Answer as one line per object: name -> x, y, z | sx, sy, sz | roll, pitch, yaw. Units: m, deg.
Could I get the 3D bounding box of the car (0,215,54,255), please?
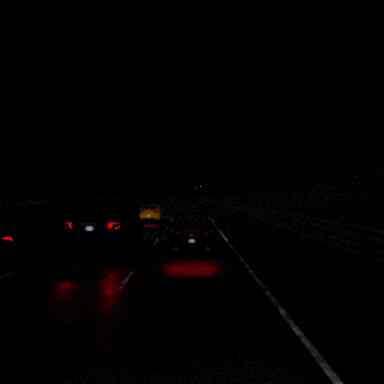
car -> -7.004, 1.693, 14.017 | 2.033, 1.411, 5.357 | 0, -1, 0

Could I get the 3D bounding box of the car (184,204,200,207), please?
car -> -0.004, 1.801, 29.503 | 1.882, 1.535, 5.008 | 0, 0, 0

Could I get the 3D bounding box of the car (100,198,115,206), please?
car -> -18.199, 2.179, 72.014 | 2.097, 1.767, 4.553 | 0, -1, -1

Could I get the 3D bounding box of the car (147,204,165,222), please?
car -> -3.504, 1.801, 29.502 | 1.882, 1.535, 5.008 | 0, 0, 0

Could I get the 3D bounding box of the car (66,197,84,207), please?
car -> -25.195, 2.043, 71.782 | 2.150, 2.045, 5.566 | 0, -1, -1

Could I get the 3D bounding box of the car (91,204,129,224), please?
car -> -7.009, 1.865, 29.019 | 2.033, 1.411, 5.357 | 0, -1, 0

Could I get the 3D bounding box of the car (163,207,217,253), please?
car -> 0.001, 1.628, 14.497 | 1.882, 1.535, 5.008 | 0, 0, 0

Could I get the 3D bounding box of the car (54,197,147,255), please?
car -> -3.504, 1.362, 14.044 | 2.150, 2.045, 5.566 | 0, 0, 0

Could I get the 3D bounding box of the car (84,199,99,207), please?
car -> -21.697, 2.298, 71.896 | 1.882, 1.535, 5.008 | 0, -1, -1
